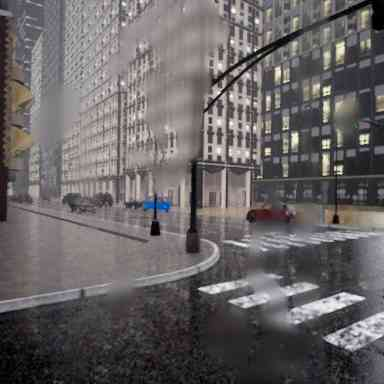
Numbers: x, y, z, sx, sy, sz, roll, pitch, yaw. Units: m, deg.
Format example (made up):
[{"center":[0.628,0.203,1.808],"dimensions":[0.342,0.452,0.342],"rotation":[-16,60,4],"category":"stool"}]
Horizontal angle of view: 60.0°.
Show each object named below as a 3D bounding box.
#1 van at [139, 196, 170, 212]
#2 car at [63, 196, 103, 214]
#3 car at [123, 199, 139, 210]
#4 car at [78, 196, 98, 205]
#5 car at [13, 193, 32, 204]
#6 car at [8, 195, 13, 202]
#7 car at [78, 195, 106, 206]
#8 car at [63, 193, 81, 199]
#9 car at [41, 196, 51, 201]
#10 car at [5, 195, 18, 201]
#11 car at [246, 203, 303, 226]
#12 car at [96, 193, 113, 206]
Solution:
[{"center":[-4.025,1.367,37.774],"dimensions":[1.690,1.788,3.998],"rotation":[1,-1,-35],"category":"van"},{"center":[-10.860,1.419,32.921],"dimensions":[2.008,1.369,4.403],"rotation":[1,-1,-35],"category":"car"},{"center":[-7.299,1.569,42.378],"dimensions":[2.008,1.369,4.403],"rotation":[1,-1,-35],"category":"car"},{"center":[-18.455,1.510,58.874],"dimensions":[1.837,1.490,4.892],"rotation":[1,-1,-35],"category":"car"},{"center":[-30.479,1.147,60.556],"dimensions":[2.192,1.841,5.009],"rotation":[1,-1,-35],"category":"car"},{"center":[-37.024,1.388,69.764],"dimensions":[1.947,1.339,4.313],"rotation":[1,-1,-35],"category":"car"},{"center":[-14.539,1.523,48.025],"dimensions":[1.994,1.385,4.181],"rotation":[1,-1,-37],"category":"car"},{"center":[-20.001,1.170,55.629],"dimensions":[2.150,2.045,5.566],"rotation":[1,-1,-35],"category":"car"},{"center":[-36.735,1.555,83.826],"dimensions":[1.802,1.307,4.206],"rotation":[1,-1,-35],"category":"car"},{"center":[-40.294,1.369,74.370],"dimensions":[2.008,1.369,4.403],"rotation":[1,-1,-35],"category":"car"},{"center":[5.786,1.490,23.957],"dimensions":[1.967,1.590,4.097],"rotation":[1,-1,-35],"category":"car"},{"center":[-14.446,1.240,53.171],"dimensions":[2.150,2.045,5.566],"rotation":[1,-1,-35],"category":"car"}]
